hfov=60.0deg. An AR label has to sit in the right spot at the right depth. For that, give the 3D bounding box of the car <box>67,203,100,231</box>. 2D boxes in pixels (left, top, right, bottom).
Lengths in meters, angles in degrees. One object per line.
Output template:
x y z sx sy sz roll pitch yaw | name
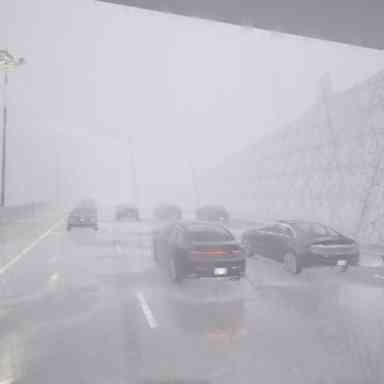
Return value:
-6.967 1.645 21.404 2.033 1.411 5.357 1 -1 -16 | car

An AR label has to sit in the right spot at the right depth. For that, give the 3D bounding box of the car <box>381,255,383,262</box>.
7.738 1.815 8.591 2.033 1.411 5.357 1 -1 -17 | car

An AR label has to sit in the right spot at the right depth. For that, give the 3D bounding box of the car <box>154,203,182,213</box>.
-2.210 1.803 30.039 1.837 1.490 4.892 1 -1 -16 | car

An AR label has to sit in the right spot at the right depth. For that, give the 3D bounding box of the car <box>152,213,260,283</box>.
-0.006 1.623 10.136 1.837 1.490 4.892 1 -1 -16 | car

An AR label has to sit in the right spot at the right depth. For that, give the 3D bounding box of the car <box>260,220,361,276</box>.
3.322 1.693 11.223 2.128 1.511 4.902 1 -1 -16 | car

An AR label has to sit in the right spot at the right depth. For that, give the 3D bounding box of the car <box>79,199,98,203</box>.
-11.903 1.535 38.207 2.097 1.767 4.553 1 -1 -16 | car

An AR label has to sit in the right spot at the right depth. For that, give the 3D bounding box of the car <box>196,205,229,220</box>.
1.693 1.879 29.165 1.837 1.490 4.892 1 0 -16 | car

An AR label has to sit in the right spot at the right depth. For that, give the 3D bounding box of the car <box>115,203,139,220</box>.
-5.905 1.746 30.197 1.812 1.442 4.674 1 -1 -16 | car
